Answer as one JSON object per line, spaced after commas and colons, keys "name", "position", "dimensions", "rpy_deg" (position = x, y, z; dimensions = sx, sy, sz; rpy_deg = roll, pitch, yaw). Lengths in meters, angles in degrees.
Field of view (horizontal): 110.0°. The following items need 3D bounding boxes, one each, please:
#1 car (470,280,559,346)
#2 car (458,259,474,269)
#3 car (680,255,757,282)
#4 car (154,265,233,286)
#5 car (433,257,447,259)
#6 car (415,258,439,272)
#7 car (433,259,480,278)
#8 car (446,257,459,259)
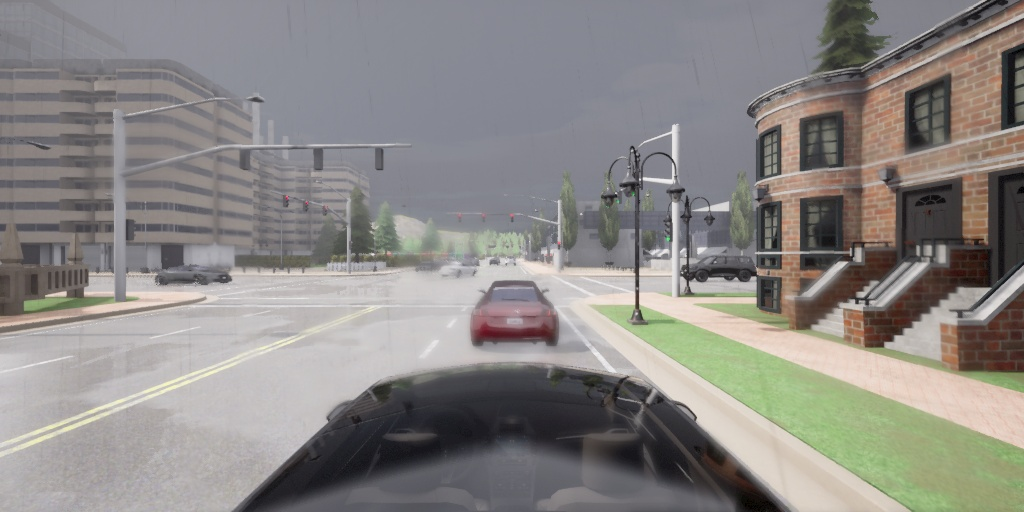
{"name": "car", "position": [0.056, 1.314, 9.396], "dimensions": [1.994, 1.385, 4.181], "rpy_deg": [0, 0, 0]}
{"name": "car", "position": [-7.304, 1.254, 57.490], "dimensions": [1.837, 1.490, 4.892], "rpy_deg": [0, 0, 0]}
{"name": "car", "position": [16.085, 0.971, 28.106], "dimensions": [5.566, 2.045, 2.150], "rpy_deg": [0, 0, -1]}
{"name": "car", "position": [-21.756, 1.314, 24.600], "dimensions": [4.181, 1.385, 1.994], "rpy_deg": [0, 0, 0]}
{"name": "car", "position": [-10.797, 1.253, 53.725], "dimensions": [1.837, 1.490, 4.892], "rpy_deg": [0, 0, 0]}
{"name": "car", "position": [-10.766, 1.314, 45.074], "dimensions": [1.994, 1.385, 4.181], "rpy_deg": [0, 0, 0]}
{"name": "car", "position": [-4.978, 1.275, 33.478], "dimensions": [1.812, 1.442, 4.674], "rpy_deg": [1, 0, 24]}
{"name": "car", "position": [-7.272, 1.255, 48.128], "dimensions": [1.837, 1.490, 4.892], "rpy_deg": [0, 0, 0]}
